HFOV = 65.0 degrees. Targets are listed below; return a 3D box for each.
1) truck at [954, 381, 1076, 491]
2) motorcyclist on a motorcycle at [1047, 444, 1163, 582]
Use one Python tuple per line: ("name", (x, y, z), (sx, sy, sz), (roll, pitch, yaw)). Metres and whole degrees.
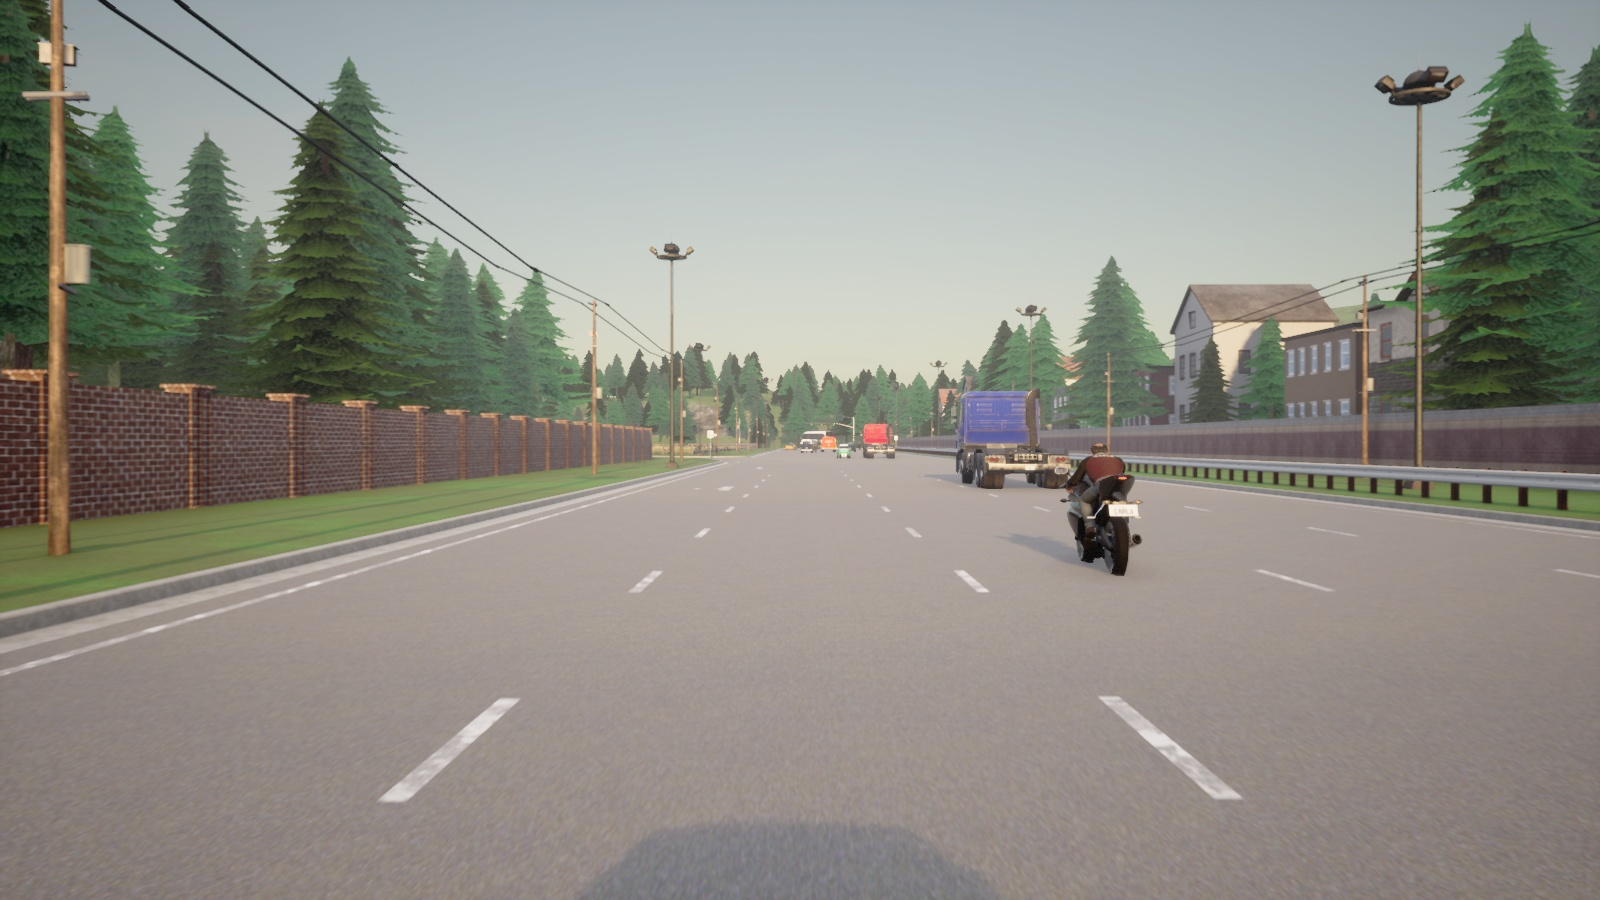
("truck", (7.265, -0.475, 43.532), (2.891, 3.462, 7.936), (0, 0, 0))
("motorcyclist on a motorcycle", (3.602, 0.700, 15.052), (0.866, 1.530, 2.191), (0, 0, 0))
